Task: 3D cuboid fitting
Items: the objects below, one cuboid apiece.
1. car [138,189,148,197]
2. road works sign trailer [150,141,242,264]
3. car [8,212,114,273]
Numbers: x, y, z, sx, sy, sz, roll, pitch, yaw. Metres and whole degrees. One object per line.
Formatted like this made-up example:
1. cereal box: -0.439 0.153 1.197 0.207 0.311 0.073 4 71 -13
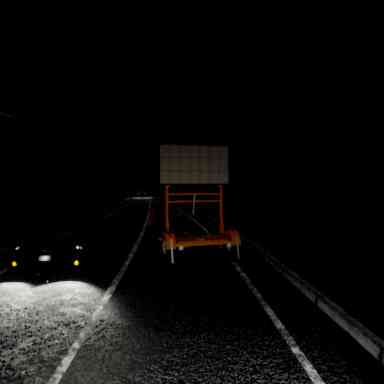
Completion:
1. car: -9.230 0.184 62.663 1.812 1.442 4.674 0 3 -7
2. road works sign trailer: 0.036 0.174 10.845 2.380 3.560 2.880 -1 1 -16
3. car: -3.539 1.309 9.720 1.994 1.385 4.181 0 1 -4
